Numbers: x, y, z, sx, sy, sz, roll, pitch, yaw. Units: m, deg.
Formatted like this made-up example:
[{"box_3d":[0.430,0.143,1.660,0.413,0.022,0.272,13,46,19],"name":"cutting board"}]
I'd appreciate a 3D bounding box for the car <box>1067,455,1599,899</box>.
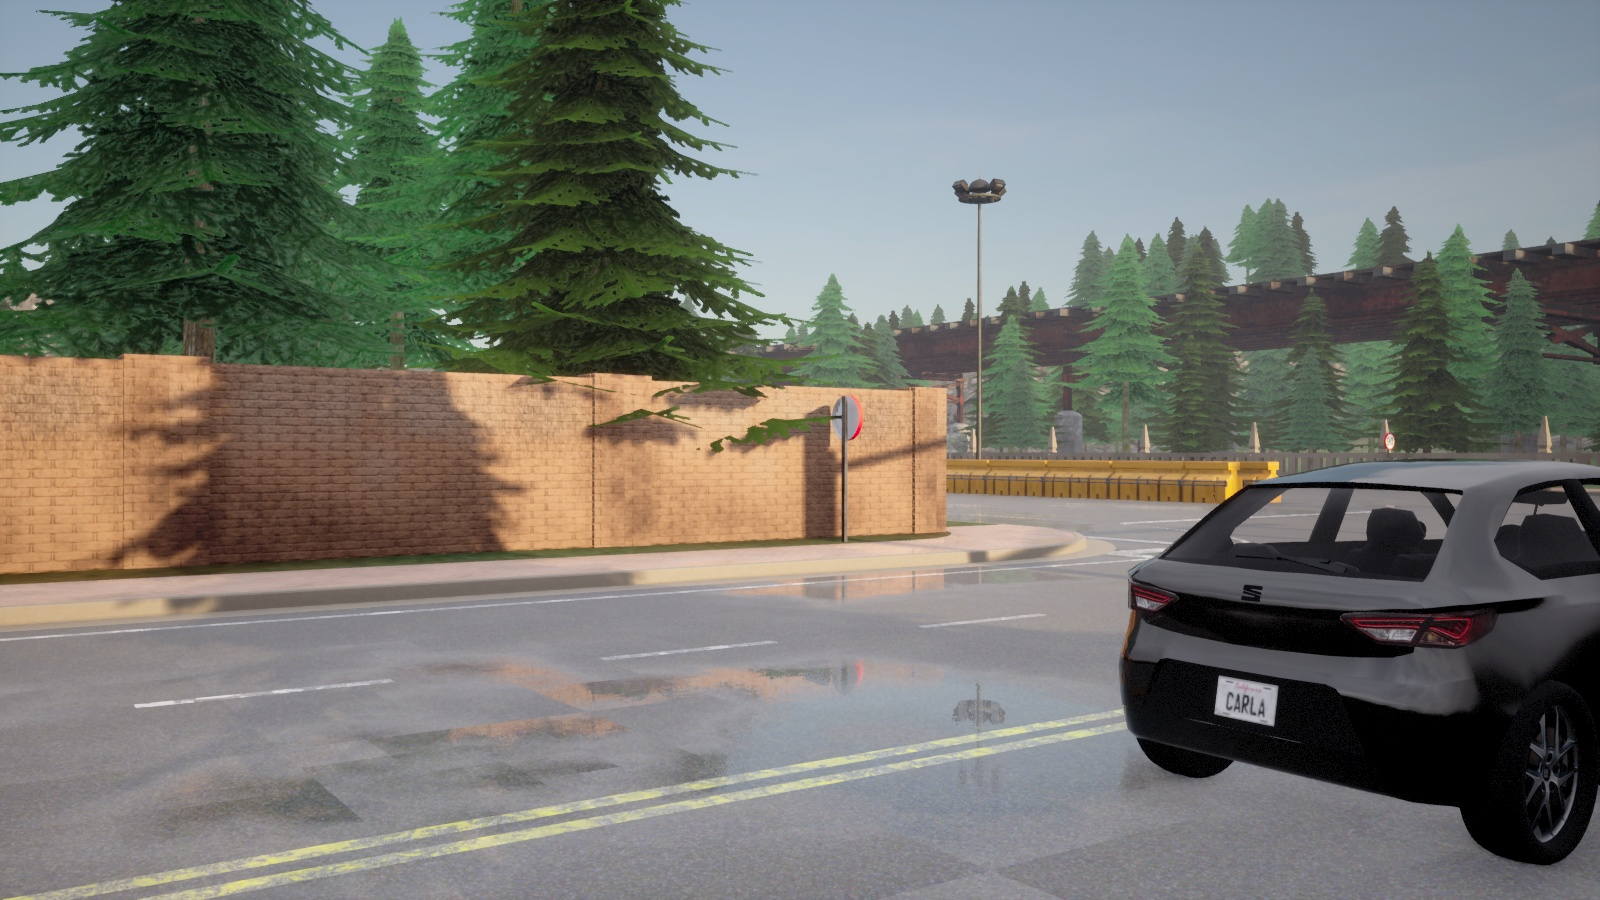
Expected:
[{"box_3d":[3.427,0.766,6.046,4.193,1.474,1.816,0,0,-35],"name":"car"}]
